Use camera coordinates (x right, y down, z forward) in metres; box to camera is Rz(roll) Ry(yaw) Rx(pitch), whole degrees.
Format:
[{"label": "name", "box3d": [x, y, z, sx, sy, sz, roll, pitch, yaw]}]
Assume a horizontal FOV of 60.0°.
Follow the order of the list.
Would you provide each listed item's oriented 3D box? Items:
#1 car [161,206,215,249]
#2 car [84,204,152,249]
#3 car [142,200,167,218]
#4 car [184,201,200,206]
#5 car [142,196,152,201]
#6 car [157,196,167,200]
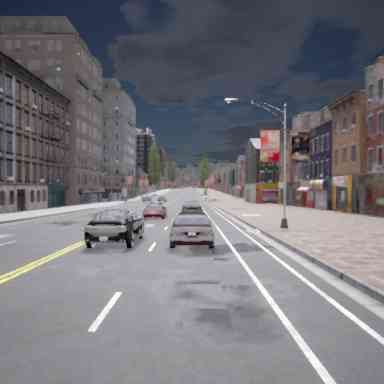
[{"label": "car", "box3d": [0.000, 1.580, 14.654, 2.033, 1.411, 5.357, 0, 0, 0]}, {"label": "car", "box3d": [-3.250, 1.512, 14.654, 2.128, 1.511, 4.902, 0, 0, 0]}, {"label": "car", "box3d": [-3.250, 1.657, 29.659, 1.994, 1.385, 4.181, 0, 0, 0]}, {"label": "car", "box3d": [0.000, 1.601, 29.658, 1.837, 1.490, 4.892, 0, 0, 0]}, {"label": "car", "box3d": [-9.750, 1.594, 72.531, 1.837, 1.490, 4.892, 0, 0, 0]}, {"label": "car", "box3d": [-6.500, 1.594, 72.531, 1.837, 1.490, 4.892, 0, 0, 0]}]
